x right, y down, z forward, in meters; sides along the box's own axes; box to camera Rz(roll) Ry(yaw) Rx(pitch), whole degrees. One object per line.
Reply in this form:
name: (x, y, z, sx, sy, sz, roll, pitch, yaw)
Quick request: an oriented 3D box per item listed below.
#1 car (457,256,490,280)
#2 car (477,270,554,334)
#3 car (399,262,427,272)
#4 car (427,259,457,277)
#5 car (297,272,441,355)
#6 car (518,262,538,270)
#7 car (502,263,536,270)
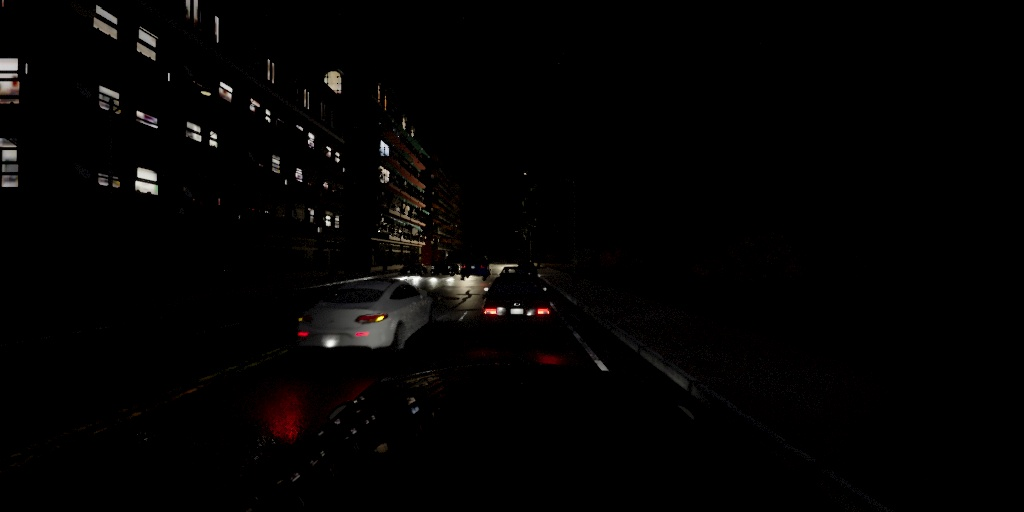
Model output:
car: (-3.125, 0.977, 31.132, 2.150, 2.045, 5.566, 0, 0, -1)
car: (0.108, 1.299, 10.614, 2.033, 1.411, 5.357, 0, 0, 0)
car: (-9.825, 1.318, 36.049, 1.994, 1.385, 4.181, 0, 0, 0)
car: (-6.576, 1.106, 35.315, 2.097, 1.767, 4.553, 0, 0, 0)
car: (-3.147, 1.277, 8.541, 1.812, 1.442, 4.674, 0, 0, 0)
car: (1.159, 1.259, 30.743, 1.837, 1.490, 4.892, 0, 0, 0)
car: (0.113, 1.301, 20.976, 2.033, 1.411, 5.357, 0, 0, 0)
